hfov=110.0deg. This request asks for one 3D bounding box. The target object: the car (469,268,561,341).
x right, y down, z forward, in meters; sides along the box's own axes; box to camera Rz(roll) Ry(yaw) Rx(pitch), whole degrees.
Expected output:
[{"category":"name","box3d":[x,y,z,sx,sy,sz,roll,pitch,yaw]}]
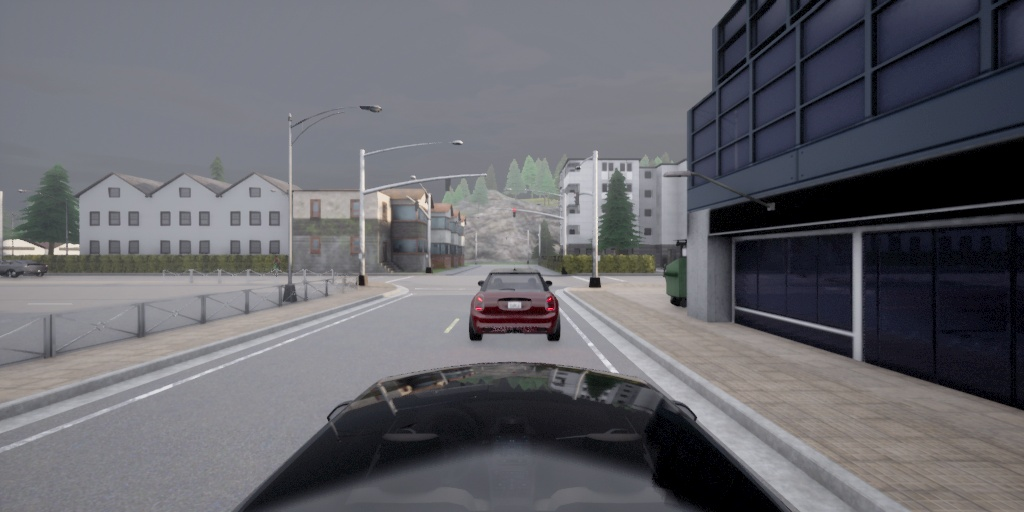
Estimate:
[{"category":"car","box3d":[0.085,1.101,10.013,2.097,1.767,4.553,0,0,1]}]

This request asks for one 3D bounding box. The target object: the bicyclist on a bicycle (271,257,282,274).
[{"category":"bicyclist on a bicycle","box3d":[-22.211,0.870,33.856,0.582,1.620,1.656,0,0,0]}]

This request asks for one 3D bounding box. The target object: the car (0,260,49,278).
[{"category":"car","box3d":[-42.102,1.061,30.105,4.902,1.511,2.128,0,0,0]}]
